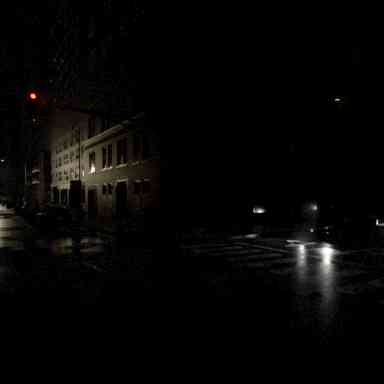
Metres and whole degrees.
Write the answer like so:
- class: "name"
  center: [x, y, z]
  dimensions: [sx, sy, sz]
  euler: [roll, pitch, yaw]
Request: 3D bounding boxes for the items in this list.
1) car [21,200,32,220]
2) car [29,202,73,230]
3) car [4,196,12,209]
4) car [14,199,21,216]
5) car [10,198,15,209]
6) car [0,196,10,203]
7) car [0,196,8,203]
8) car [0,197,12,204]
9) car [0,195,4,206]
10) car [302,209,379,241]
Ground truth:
- class: "car"
  center: [-11.753, 1.547, 25.705]
  dimensions: [1.887, 1.381, 4.507]
  euler: [1, 0, -32]
- class: "car"
  center: [-8.797, 1.568, 21.031]
  dimensions: [1.947, 1.339, 4.313]
  euler: [1, 0, -32]
- class: "car"
  center: [-23.578, 1.567, 44.403]
  dimensions: [1.947, 1.339, 4.313]
  euler: [1, 0, -32]
- class: "car"
  center: [-14.709, 1.553, 30.380]
  dimensions: [2.008, 1.369, 4.403]
  euler: [1, 0, -32]
- class: "car"
  center: [-17.665, 1.547, 35.054]
  dimensions: [1.887, 1.381, 4.507]
  euler: [1, 0, -32]
- class: "car"
  center: [-38.359, 1.577, 67.775]
  dimensions: [1.802, 1.307, 4.206]
  euler: [1, 0, -32]
- class: "car"
  center: [-41.315, 1.559, 72.450]
  dimensions: [1.947, 1.339, 4.313]
  euler: [1, 0, -32]
- class: "car"
  center: [-35.402, 1.562, 63.101]
  dimensions: [1.947, 1.339, 4.313]
  euler: [1, 0, -32]
- class: "car"
  center: [-29.490, 1.550, 53.752]
  dimensions: [2.008, 1.369, 4.403]
  euler: [1, 0, -32]
- class: "car"
  center: [7.930, 1.668, 17.625]
  dimensions: [4.892, 1.490, 1.837]
  euler: [0, -1, -33]
